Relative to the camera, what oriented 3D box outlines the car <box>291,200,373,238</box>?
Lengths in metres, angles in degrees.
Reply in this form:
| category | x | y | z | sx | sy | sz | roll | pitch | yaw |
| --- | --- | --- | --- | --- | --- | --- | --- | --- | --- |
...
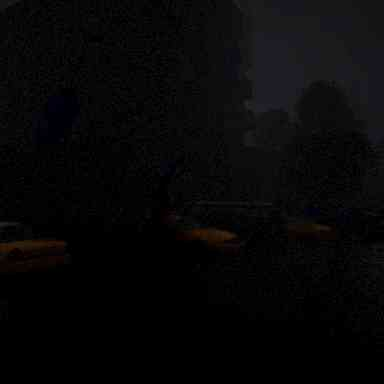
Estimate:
| category | x | y | z | sx | sy | sz | roll | pitch | yaw |
| --- | --- | --- | --- | --- | --- | --- | --- | --- | --- |
| car | 6.555 | 1.469 | 18.342 | 5.566 | 2.045 | 2.435 | -1 | -1 | 34 |

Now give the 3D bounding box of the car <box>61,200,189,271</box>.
| category | x | y | z | sx | sy | sz | roll | pitch | yaw |
| --- | --- | --- | --- | --- | --- | --- | --- | --- | --- |
| car | -3.172 | 1.290 | 11.349 | 5.566 | 2.045 | 2.435 | -1 | -1 | 35 |

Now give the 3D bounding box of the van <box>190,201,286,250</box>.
| category | x | y | z | sx | sy | sz | roll | pitch | yaw |
| --- | --- | --- | --- | --- | --- | --- | --- | --- | --- |
| van | 1.618 | 1.398 | 14.892 | 4.442 | 1.987 | 1.878 | -1 | -1 | 34 |

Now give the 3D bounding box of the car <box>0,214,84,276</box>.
| category | x | y | z | sx | sy | sz | roll | pitch | yaw |
| --- | --- | --- | --- | --- | --- | --- | --- | --- | --- |
| car | -5.734 | 1.507 | 9.695 | 5.366 | 1.575 | 1.946 | -1 | -1 | 34 |

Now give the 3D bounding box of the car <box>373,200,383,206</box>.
| category | x | y | z | sx | sy | sz | roll | pitch | yaw |
| --- | --- | --- | --- | --- | --- | --- | --- | --- | --- |
| car | 11.463 | 1.568 | 21.825 | 5.566 | 2.045 | 2.435 | -1 | -1 | 35 |

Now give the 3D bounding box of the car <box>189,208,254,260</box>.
| category | x | y | z | sx | sy | sz | roll | pitch | yaw |
| --- | --- | --- | --- | --- | --- | --- | --- | --- | --- |
| car | -0.563 | 1.575 | 12.971 | 5.366 | 1.575 | 1.946 | -1 | -1 | 34 |

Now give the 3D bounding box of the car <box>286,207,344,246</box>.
| category | x | y | z | sx | sy | sz | roll | pitch | yaw |
| --- | --- | --- | --- | --- | --- | --- | --- | --- | --- |
| car | 4.301 | 1.666 | 16.470 | 5.366 | 1.575 | 1.946 | -1 | -2 | 34 |

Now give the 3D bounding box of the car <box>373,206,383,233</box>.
| category | x | y | z | sx | sy | sz | roll | pitch | yaw |
| --- | --- | --- | --- | --- | --- | --- | --- | --- | --- |
| car | 9.024 | 1.771 | 20.064 | 4.892 | 1.521 | 2.231 | -1 | -1 | 35 |
